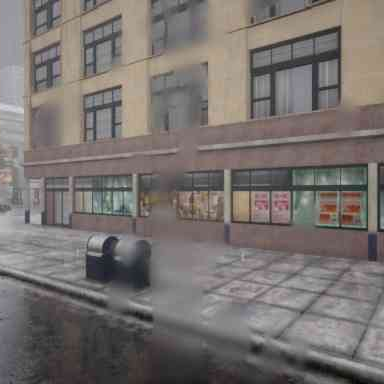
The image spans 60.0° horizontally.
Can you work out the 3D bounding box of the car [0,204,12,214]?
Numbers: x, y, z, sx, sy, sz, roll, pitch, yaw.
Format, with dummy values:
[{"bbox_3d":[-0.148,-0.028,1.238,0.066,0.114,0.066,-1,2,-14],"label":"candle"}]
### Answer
[{"bbox_3d":[-20.668,1.564,33.822,1.994,1.385,4.181,0,0,36],"label":"car"}]
